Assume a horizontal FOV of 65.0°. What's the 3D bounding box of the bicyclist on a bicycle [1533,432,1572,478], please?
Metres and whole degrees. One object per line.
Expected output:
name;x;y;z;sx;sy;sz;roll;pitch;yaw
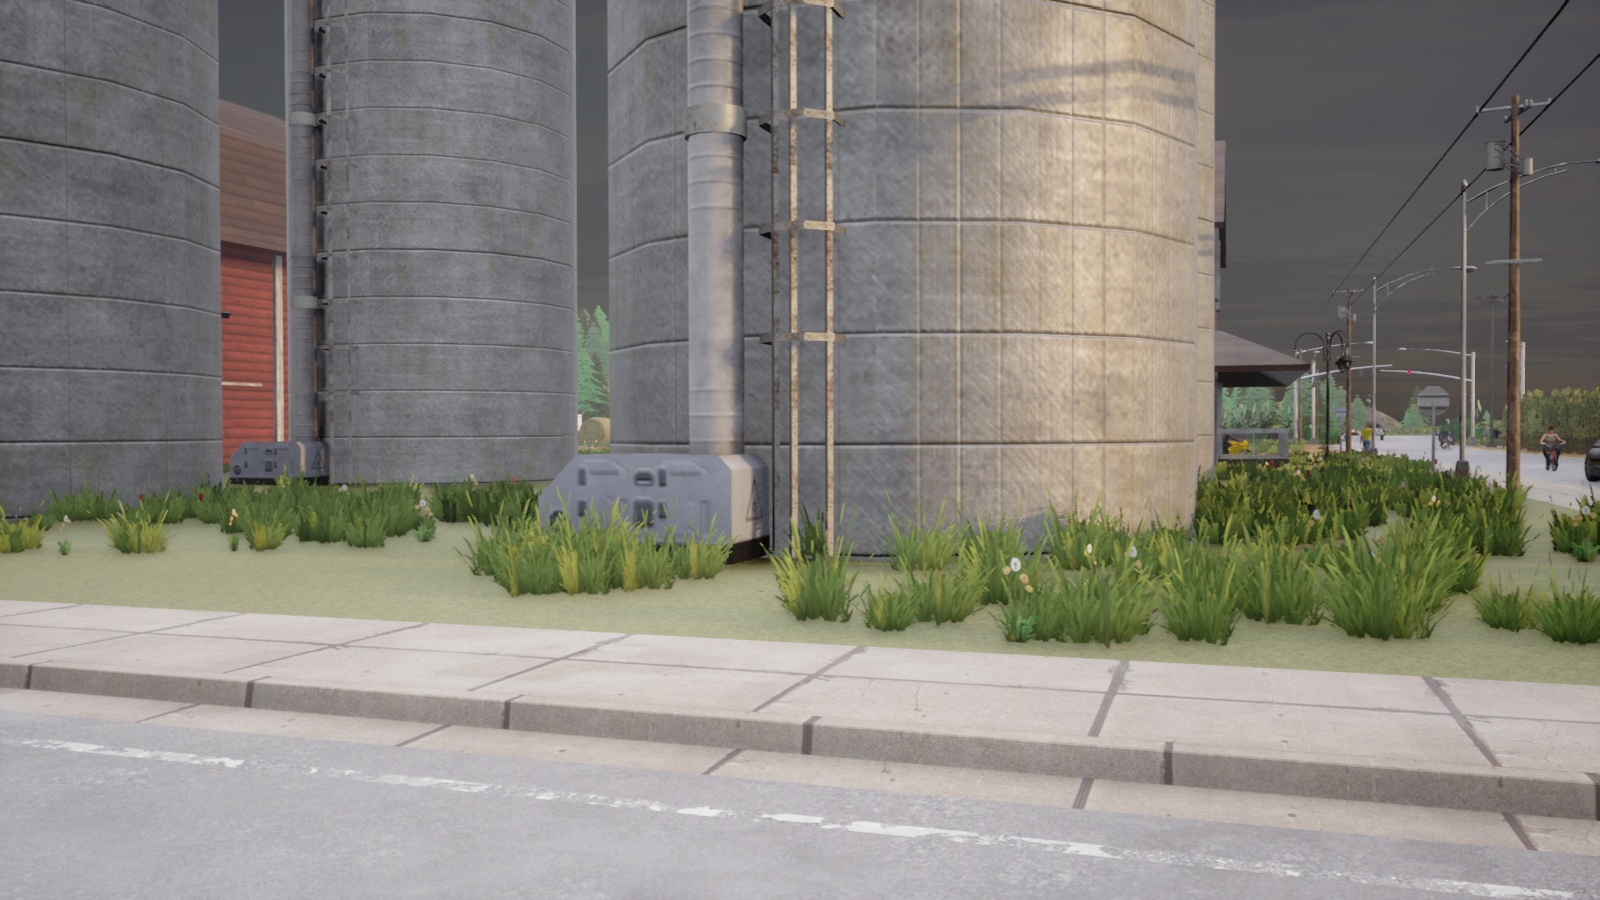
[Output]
bicyclist on a bicycle;26.604;0.158;44.421;0.866;1.612;1.509;1;1;19

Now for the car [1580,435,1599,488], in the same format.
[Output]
car;23.199;0.328;34.760;1.970;1.475;3.806;1;1;19

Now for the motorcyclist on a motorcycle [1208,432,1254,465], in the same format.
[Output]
motorcyclist on a motorcycle;20.264;-0.088;59.070;2.044;1.523;0.797;1;1;19

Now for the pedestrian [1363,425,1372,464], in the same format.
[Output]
pedestrian;27.026;-0.251;59.830;0.354;1.836;0.706;1;1;26
